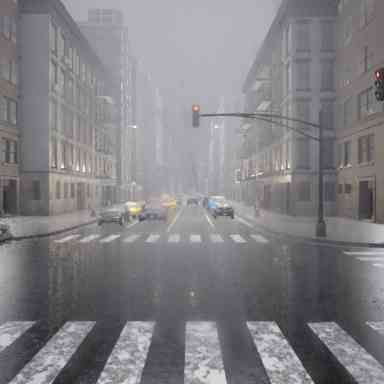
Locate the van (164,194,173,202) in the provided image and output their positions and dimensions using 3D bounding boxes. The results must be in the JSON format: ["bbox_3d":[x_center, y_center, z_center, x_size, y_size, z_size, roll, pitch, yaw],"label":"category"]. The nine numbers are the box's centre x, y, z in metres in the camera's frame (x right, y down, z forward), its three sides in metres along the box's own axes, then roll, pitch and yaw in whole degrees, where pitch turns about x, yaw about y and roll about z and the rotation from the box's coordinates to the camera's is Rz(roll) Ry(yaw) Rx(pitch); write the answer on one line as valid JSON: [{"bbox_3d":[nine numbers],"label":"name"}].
[{"bbox_3d":[-5.458,1.336,77.508,1.690,1.788,3.998,0,0,0],"label":"van"}]

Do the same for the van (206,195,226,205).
[{"bbox_3d":[2.632,1.338,34.261,1.690,1.788,3.998,0,0,0],"label":"van"}]

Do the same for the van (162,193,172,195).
[{"bbox_3d":[-5.446,1.337,66.695,1.690,1.788,3.998,0,0,0],"label":"van"}]

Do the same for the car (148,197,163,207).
[{"bbox_3d":[-5.427,1.521,50.307,1.752,1.417,4.829,0,0,0],"label":"car"}]

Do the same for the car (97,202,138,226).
[{"bbox_3d":[-5.396,1.549,23.446,2.008,1.369,4.403,0,0,0],"label":"car"}]

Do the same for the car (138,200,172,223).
[{"bbox_3d":[-2.861,1.561,25.331,1.994,1.385,4.181,0,0,-1],"label":"car"}]

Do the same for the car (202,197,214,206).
[{"bbox_3d":[2.633,1.562,55.886,1.947,1.339,4.313,0,0,0],"label":"car"}]

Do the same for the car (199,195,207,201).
[{"bbox_3d":[2.634,1.540,82.918,1.887,1.381,4.507,0,0,0],"label":"car"}]

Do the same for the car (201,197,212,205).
[{"bbox_3d":[2.633,1.546,61.293,2.008,1.369,4.403,0,0,0],"label":"car"}]

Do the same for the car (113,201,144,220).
[{"bbox_3d":[-5.402,1.523,28.682,1.752,1.417,4.829,0,0,0],"label":"car"}]

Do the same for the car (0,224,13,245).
[{"bbox_3d":[-9.569,1.509,12.020,5.357,1.411,2.033,1,0,-6],"label":"car"}]

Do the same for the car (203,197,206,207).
[{"bbox_3d":[2.632,1.578,39.668,1.802,1.307,4.206,0,0,0],"label":"car"}]

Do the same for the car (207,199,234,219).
[{"bbox_3d":[2.632,1.548,28.855,2.008,1.369,4.403,0,0,0],"label":"car"}]

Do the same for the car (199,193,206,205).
[{"bbox_3d":[2.633,1.311,50.480,2.192,1.841,5.009,0,0,0],"label":"car"}]

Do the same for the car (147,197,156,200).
[{"bbox_3d":[-5.421,1.436,45.071,1.967,1.590,4.097,0,0,0],"label":"car"}]

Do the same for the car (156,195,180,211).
[{"bbox_3d":[-2.852,1.474,40.138,1.882,1.535,5.008,0,0,0],"label":"car"}]

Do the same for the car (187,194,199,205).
[{"bbox_3d":[0.085,1.501,57.017,1.837,1.490,4.892,0,0,0],"label":"car"}]

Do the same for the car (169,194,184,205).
[{"bbox_3d":[-2.771,1.543,57.383,2.033,1.411,5.357,0,0,0],"label":"car"}]

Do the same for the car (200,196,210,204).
[{"bbox_3d":[2.634,1.521,66.868,1.752,1.417,4.829,0,0,0],"label":"car"}]

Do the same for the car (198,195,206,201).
[{"bbox_3d":[2.634,1.560,88.324,1.947,1.339,4.313,0,0,0],"label":"car"}]
